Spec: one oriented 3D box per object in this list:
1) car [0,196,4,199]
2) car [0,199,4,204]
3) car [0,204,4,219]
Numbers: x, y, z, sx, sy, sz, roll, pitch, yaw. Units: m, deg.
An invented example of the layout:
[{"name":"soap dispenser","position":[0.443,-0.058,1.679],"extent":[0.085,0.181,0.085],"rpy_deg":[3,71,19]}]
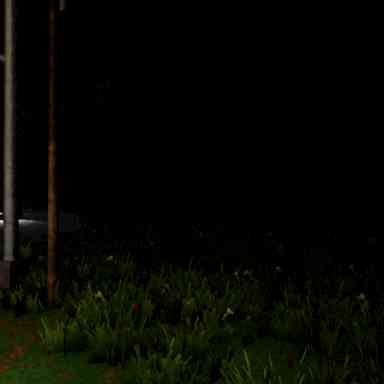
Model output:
[{"name":"car","position":[-26.062,1.325,43.696],"extent":[4.553,1.767,2.097],"rpy_deg":[0,0,39]},{"name":"car","position":[-16.128,1.537,28.015],"extent":[1.994,1.385,4.181],"rpy_deg":[0,0,-33]},{"name":"car","position":[-12.530,1.574,18.699],"extent":[1.895,1.301,4.718],"rpy_deg":[0,0,-13]}]
